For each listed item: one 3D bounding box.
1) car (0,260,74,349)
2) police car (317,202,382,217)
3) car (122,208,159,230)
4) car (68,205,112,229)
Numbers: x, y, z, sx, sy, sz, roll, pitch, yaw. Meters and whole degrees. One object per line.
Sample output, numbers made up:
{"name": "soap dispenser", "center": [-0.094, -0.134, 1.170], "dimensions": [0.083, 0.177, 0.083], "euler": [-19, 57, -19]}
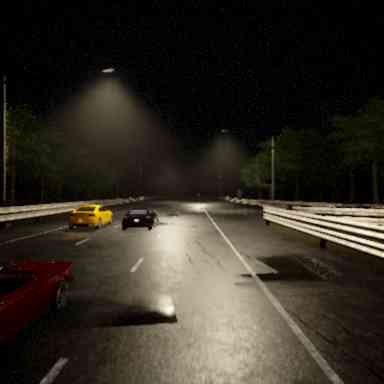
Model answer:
{"name": "car", "center": [-3.404, 1.648, 4.923], "dimensions": [1.895, 1.301, 4.718], "euler": [0, -1, 0]}
{"name": "police car", "center": [11.995, 1.597, 25.804], "dimensions": [1.930, 1.638, 5.238], "euler": [0, -1, -24]}
{"name": "car", "center": [-3.423, 1.732, 22.504], "dimensions": [1.994, 1.385, 4.181], "euler": [0, 0, 0]}
{"name": "car", "center": [-6.920, 1.648, 23.084], "dimensions": [1.882, 1.535, 5.008], "euler": [0, 0, 0]}
